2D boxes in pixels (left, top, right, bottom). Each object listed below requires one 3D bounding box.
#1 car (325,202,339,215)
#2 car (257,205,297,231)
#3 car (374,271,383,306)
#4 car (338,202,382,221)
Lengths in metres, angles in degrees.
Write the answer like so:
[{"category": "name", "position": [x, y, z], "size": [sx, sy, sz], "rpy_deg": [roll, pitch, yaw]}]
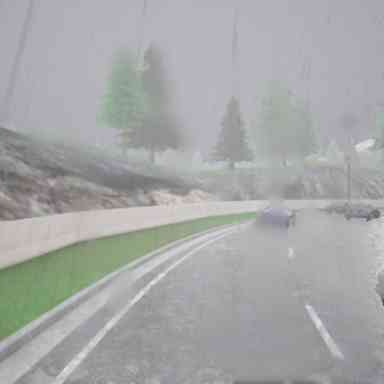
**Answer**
[{"category": "car", "position": [15.860, 1.722, 34.780], "size": [4.718, 1.301, 1.895], "rpy_deg": [0, 0, -43]}, {"category": "car", "position": [5.429, 1.564, 21.012], "size": [1.812, 1.442, 4.674], "rpy_deg": [0, 0, 26]}, {"category": "car", "position": [4.013, 1.633, 3.815], "size": [1.895, 1.301, 4.718], "rpy_deg": [0, 0, 6]}, {"category": "car", "position": [14.540, 1.660, 28.173], "size": [2.033, 1.411, 5.357], "rpy_deg": [0, 0, 41]}]
